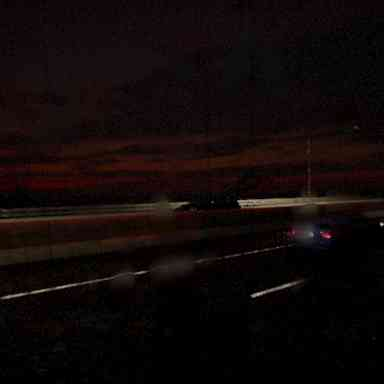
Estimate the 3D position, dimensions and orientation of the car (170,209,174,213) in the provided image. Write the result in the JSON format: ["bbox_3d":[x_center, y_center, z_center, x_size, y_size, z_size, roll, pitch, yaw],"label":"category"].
[{"bbox_3d":[0.483,1.626,31.283,5.357,1.411,2.033,-1,0,-39],"label":"car"}]

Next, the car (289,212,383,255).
[{"bbox_3d":[6.031,1.499,13.072,5.357,1.411,2.033,-1,0,-39],"label":"car"}]

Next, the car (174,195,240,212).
[{"bbox_3d":[1.595,1.275,27.698,5.566,2.045,2.150,-1,0,-39],"label":"car"}]
